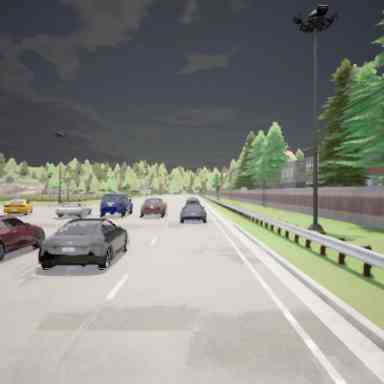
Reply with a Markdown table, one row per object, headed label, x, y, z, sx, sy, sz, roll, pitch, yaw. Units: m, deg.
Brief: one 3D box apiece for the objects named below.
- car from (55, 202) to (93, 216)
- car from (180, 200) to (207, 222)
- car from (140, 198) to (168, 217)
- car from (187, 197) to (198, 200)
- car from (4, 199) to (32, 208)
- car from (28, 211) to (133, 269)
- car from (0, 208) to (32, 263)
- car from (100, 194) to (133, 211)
| label | x | y | z | sx | sy | sz | roll | pitch | yaw |
| --- | --- | --- | --- | --- | --- | --- | --- | --- | --- |
| car | -10.398 | 1.573 | 29.740 | 1.895 | 1.301 | 4.718 | 0 | 0 | 0 |
| car | 0.101 | 1.542 | 25.866 | 1.994 | 1.385 | 4.181 | 0 | 0 | 0 |
| car | -3.398 | 1.325 | 30.518 | 2.097 | 1.767 | 4.553 | 0 | 0 | 0 |
| car | 0.102 | 1.467 | 44.290 | 1.837 | 1.490 | 4.892 | 0 | 0 | 0 |
| car | -16.763 | 1.447 | 32.249 | 1.882 | 1.535 | 5.008 | 0 | 0 | -18 |
| car | -3.401 | 1.554 | 11.165 | 1.994 | 1.385 | 4.181 | 0 | 0 | 0 |
| car | -6.912 | 1.516 | 11.663 | 1.812 | 1.442 | 4.674 | 0 | 0 | 0 |
| car | -6.898 | 1.193 | 30.811 | 2.150 | 2.045 | 5.566 | 0 | 0 | 0 |
